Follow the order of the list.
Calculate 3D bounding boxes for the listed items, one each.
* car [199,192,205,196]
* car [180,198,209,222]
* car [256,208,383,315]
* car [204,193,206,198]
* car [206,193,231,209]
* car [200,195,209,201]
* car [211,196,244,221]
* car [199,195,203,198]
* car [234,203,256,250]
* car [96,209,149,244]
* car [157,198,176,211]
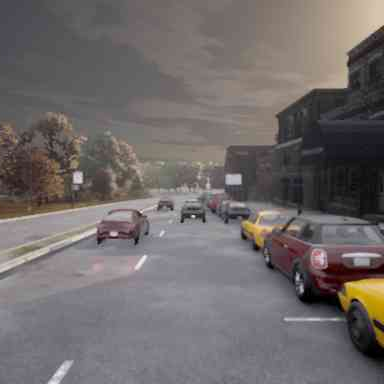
[{"bbox_3d":[3.192,1.163,69.282,2.435,2.045,5.566,0,0,0],"label":"car"},{"bbox_3d":[0.094,1.481,26.183,1.837,1.490,4.892,0,0,0],"label":"car"},{"bbox_3d":[3.229,1.346,8.446,2.185,1.767,4.553,0,0,0],"label":"car"},{"bbox_3d":[3.206,1.309,47.247,2.185,1.767,4.553,0,0,0],"label":"car"},{"bbox_3d":[3.213,1.194,36.256,2.435,2.045,5.566,0,0,0],"label":"car"},{"bbox_3d":[3.185,1.428,85.860,2.163,1.488,4.792,0,0,0],"label":"car"},{"bbox_3d":[3.218,1.452,30.573,2.231,1.521,4.892,0,0,0],"label":"car"},{"bbox_3d":[0.083,1.485,43.002,1.812,1.442,4.674,0,0,0],"label":"car"},{"bbox_3d":[3.228,1.463,14.189,1.946,1.575,5.366,0,0,0],"label":"car"},{"bbox_3d":[-3.151,1.511,15.690,1.812,1.442,4.674,0,0,0],"label":"car"},{"bbox_3d":[-3.165,1.465,40.918,1.837,1.490,4.892,0,0,0],"label":"car"}]
